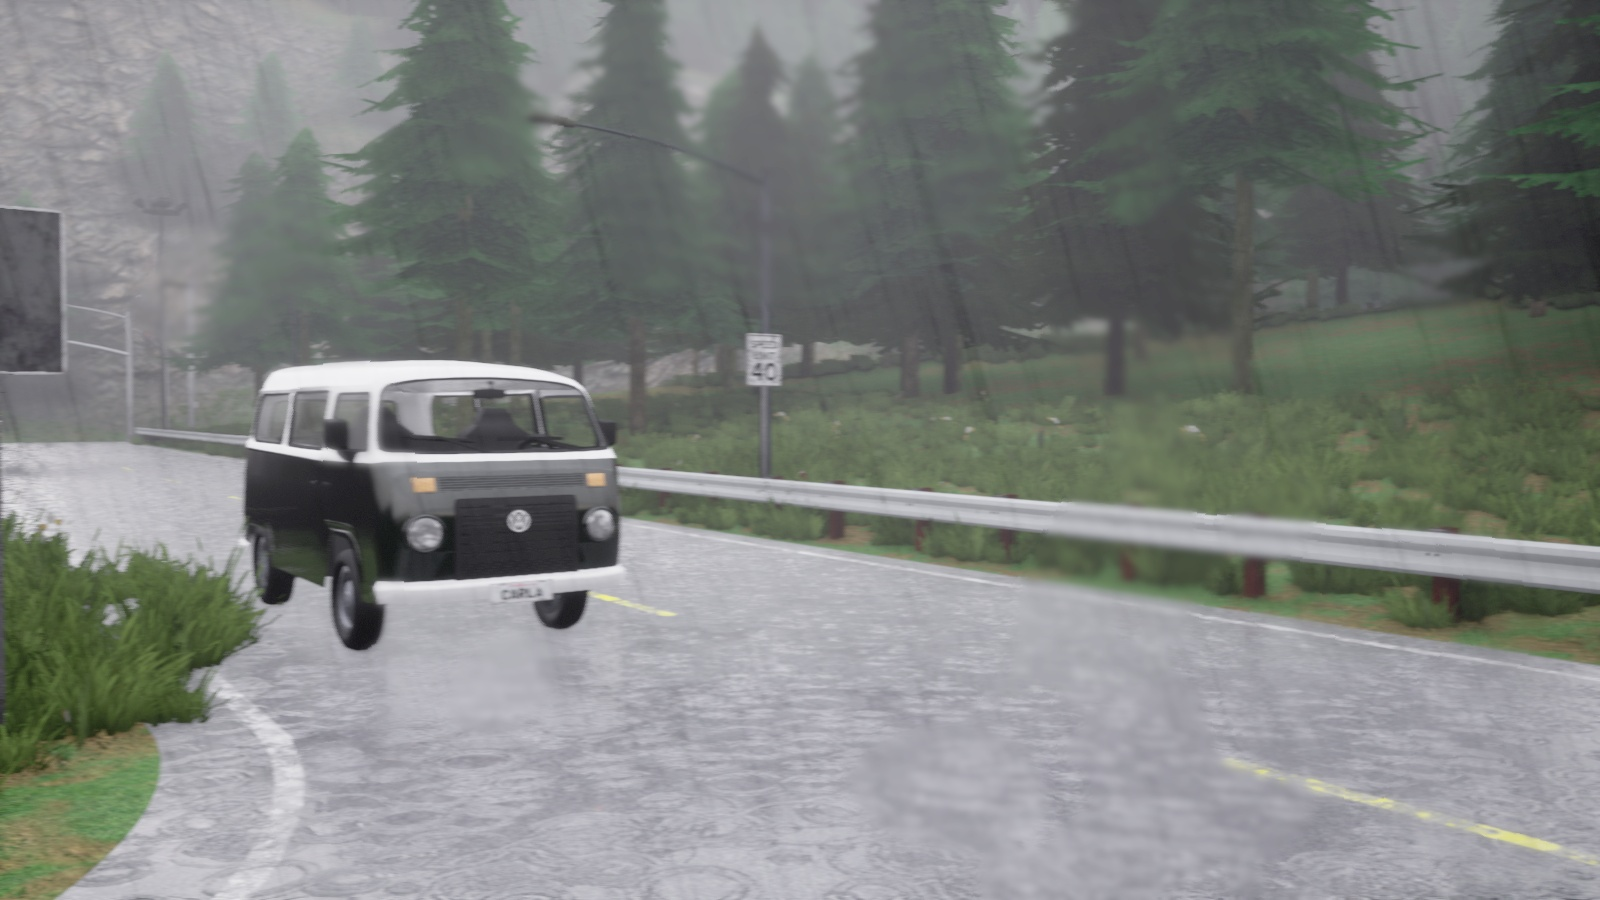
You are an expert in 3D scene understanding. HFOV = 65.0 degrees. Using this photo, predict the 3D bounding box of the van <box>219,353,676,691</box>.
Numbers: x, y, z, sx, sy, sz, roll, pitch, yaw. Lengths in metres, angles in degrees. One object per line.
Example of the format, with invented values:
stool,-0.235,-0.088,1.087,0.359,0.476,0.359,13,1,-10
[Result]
van,-3.020,0.373,9.985,2.069,2.038,4.480,-2,2,-35
